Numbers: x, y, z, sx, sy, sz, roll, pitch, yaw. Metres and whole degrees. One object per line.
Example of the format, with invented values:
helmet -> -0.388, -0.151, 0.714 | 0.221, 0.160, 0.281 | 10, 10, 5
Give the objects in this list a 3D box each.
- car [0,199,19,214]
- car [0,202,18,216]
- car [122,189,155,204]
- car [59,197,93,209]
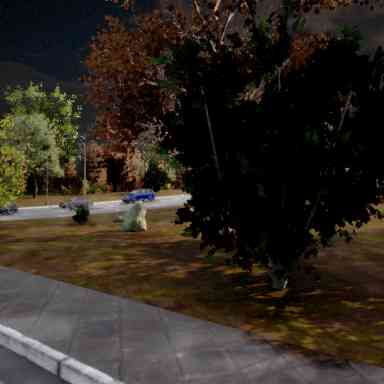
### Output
car -> -21.024, 1.534, 34.692 | 2.128, 1.511, 4.902 | 0, 1, 39
car -> -18.988, 1.575, 31.321 | 1.812, 1.442, 4.674 | 0, 1, 40
car -> -8.074, 0.627, 50.622 | 2.150, 2.045, 5.566 | 0, 2, 40
car -> -14.757, 1.385, 42.416 | 1.994, 1.385, 4.181 | 0, 2, 38
